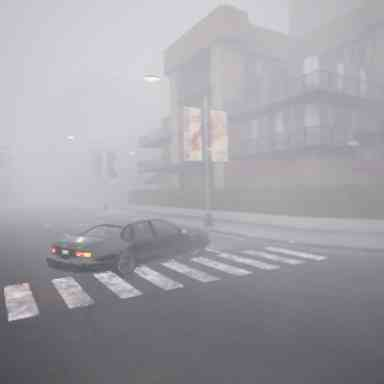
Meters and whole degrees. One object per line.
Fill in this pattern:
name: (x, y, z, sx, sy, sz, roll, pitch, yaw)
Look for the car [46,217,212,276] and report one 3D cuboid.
car: (-1.595, 1.498, 10.294, 2.033, 1.411, 5.357, -2, 0, 38)
